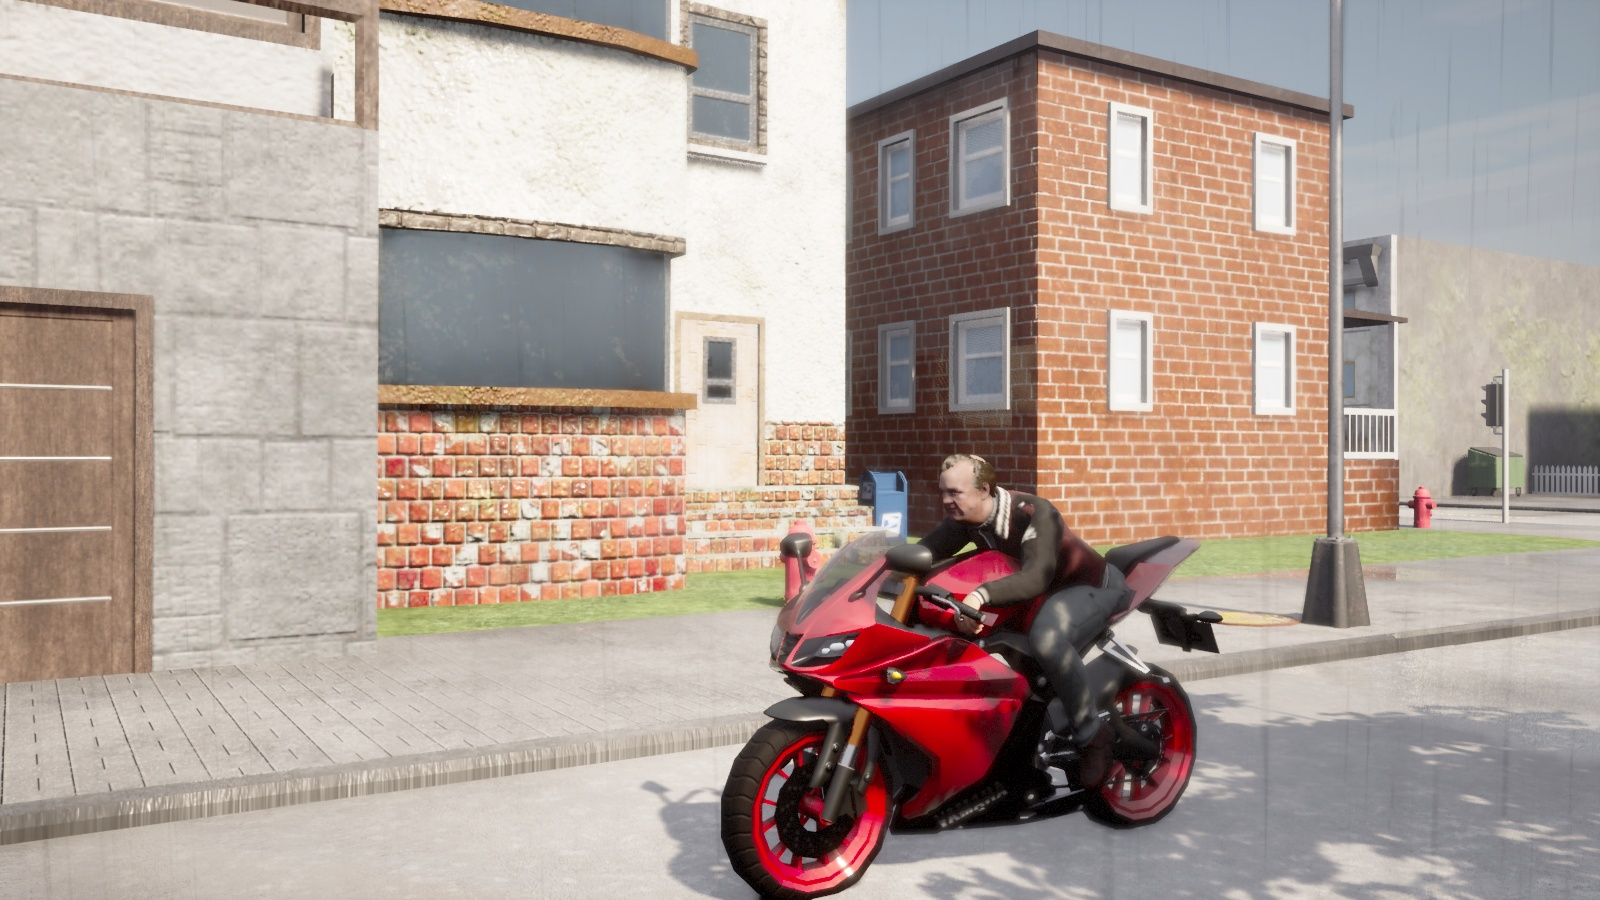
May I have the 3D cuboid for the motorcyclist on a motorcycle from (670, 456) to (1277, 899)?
[{"bbox_3d":[0.696,0.790,4.678,2.191,1.530,0.866,0,0,-32],"label":"motorcyclist on a motorcycle"}]
